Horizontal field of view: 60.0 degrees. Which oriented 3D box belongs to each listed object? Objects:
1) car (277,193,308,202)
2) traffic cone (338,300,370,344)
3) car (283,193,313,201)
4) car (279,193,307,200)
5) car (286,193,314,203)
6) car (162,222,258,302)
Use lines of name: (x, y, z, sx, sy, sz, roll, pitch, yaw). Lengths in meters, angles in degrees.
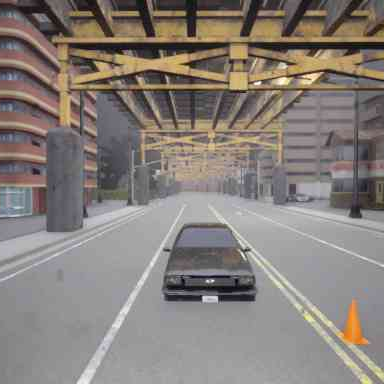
car: (17.806, 0.960, 58.938, 4.974, 1.542, 2.038, 0, 1, 25)
traffic cone: (2.453, 1.949, 5.059, 0.340, 0.580, 0.340, 0, 0, 0)
car: (17.507, 0.850, 54.797, 4.536, 1.218, 1.853, 0, 1, -20)
car: (17.853, 0.803, 58.915, 4.536, 1.218, 1.853, 0, 1, 25)
car: (17.458, 1.008, 54.781, 4.974, 1.542, 2.038, 0, 1, -20)
car: (0.360, 1.534, 8.666, 2.033, 1.411, 5.357, 0, 0, 1)
